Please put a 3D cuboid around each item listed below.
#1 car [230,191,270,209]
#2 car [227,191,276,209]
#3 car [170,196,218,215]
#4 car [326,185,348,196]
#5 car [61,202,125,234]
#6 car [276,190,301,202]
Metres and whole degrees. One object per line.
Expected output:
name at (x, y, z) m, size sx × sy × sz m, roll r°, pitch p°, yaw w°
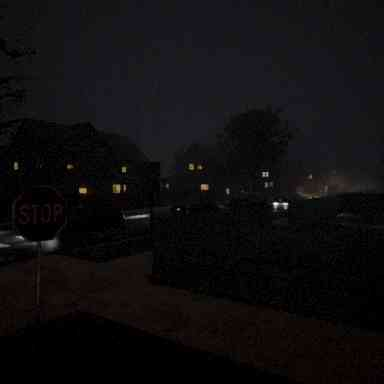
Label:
car at (5.789, 0.686, 32.741) m, size 1.882 × 1.535 × 5.008 m, roll 1°, pitch 2°, yaw 36°
car at (4.529, 0.906, 25.929) m, size 1.837 × 1.490 × 4.892 m, roll 1°, pitch 2°, yaw 36°
car at (0.210, 0.998, 24.911) m, size 1.994 × 1.385 × 4.181 m, roll 1°, pitch 2°, yaw 36°
car at (22.073, -0.082, 50.565) m, size 2.150 × 2.045 × 5.566 m, roll 1°, pitch 2°, yaw 35°
car at (-5.450, 1.228, 16.958) m, size 1.994 × 1.385 × 4.181 m, roll 1°, pitch 2°, yaw 35°
car at (11.940, 0.510, 41.336) m, size 2.033 × 1.411 × 5.357 m, roll 1°, pitch 2°, yaw 36°
